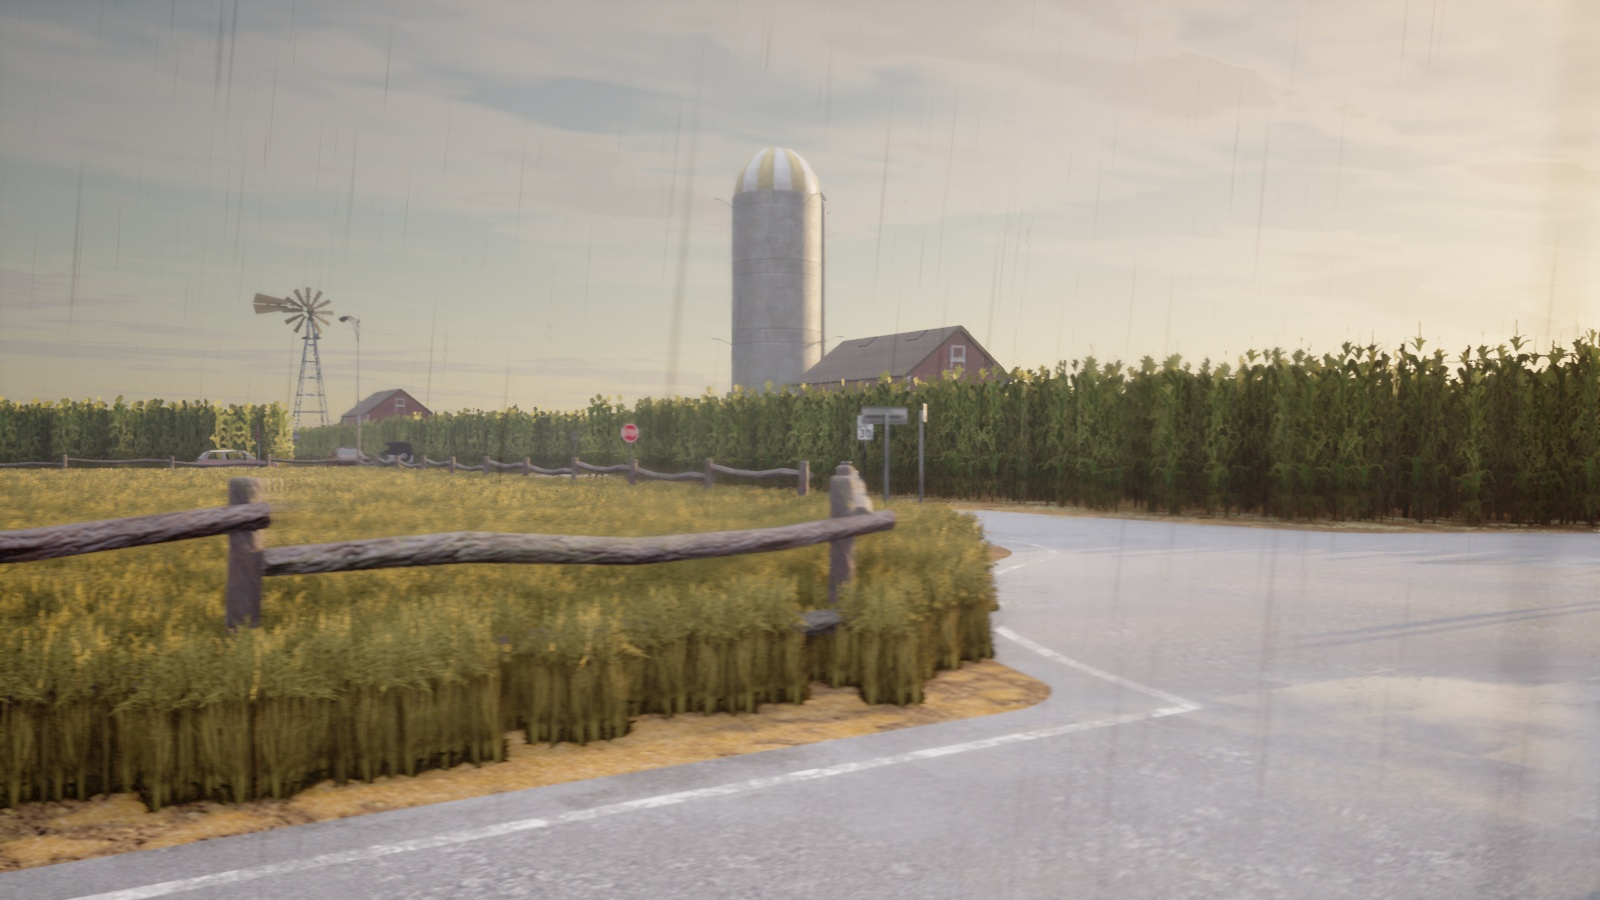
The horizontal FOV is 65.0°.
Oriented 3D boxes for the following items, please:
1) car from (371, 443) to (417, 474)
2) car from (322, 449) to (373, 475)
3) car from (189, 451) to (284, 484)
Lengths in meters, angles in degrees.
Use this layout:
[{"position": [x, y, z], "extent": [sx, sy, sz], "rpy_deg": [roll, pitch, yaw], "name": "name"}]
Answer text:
[{"position": [-25.191, 0.528, 77.849], "extent": [1.905, 1.878, 3.866], "rpy_deg": [0, 0, -31], "name": "car"}, {"position": [-27.014, 0.705, 74.875], "extent": [1.882, 1.535, 5.008], "rpy_deg": [0, 0, -31], "name": "car"}, {"position": [-26.294, 0.804, 58.647], "extent": [3.806, 1.475, 1.970], "rpy_deg": [-1, 0, -31], "name": "car"}]
